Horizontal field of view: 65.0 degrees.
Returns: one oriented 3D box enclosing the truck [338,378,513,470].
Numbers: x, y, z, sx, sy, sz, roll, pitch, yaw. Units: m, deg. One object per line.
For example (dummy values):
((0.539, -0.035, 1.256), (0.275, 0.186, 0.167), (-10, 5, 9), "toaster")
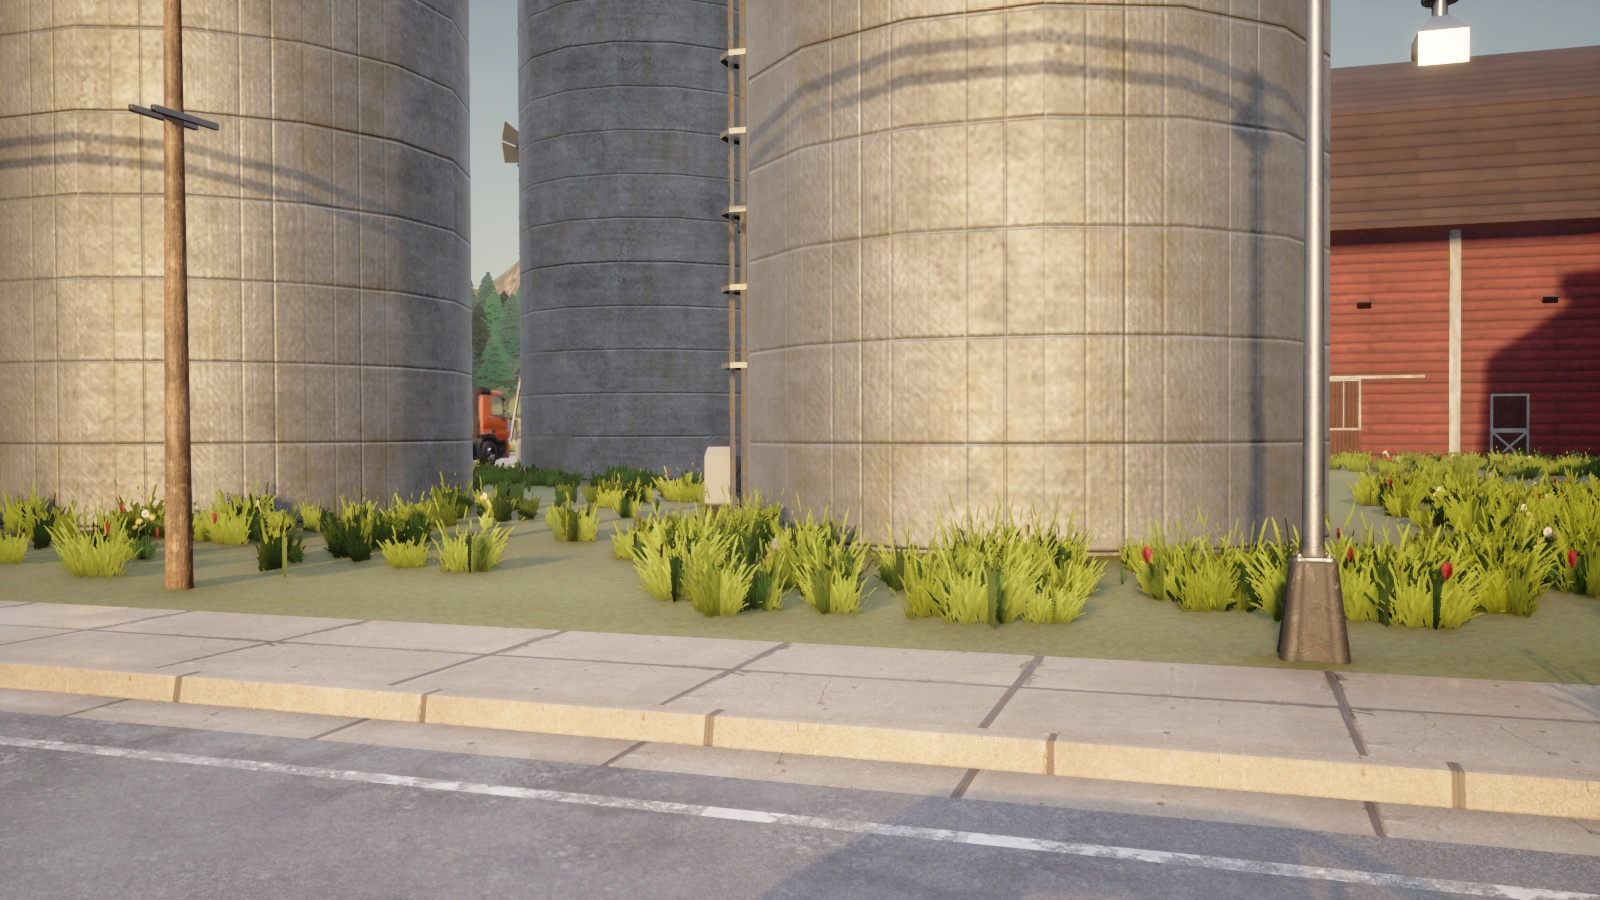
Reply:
((-15.135, -1.037, 51.555), (2.891, 3.462, 7.936), (1, 1, 18), "truck")
